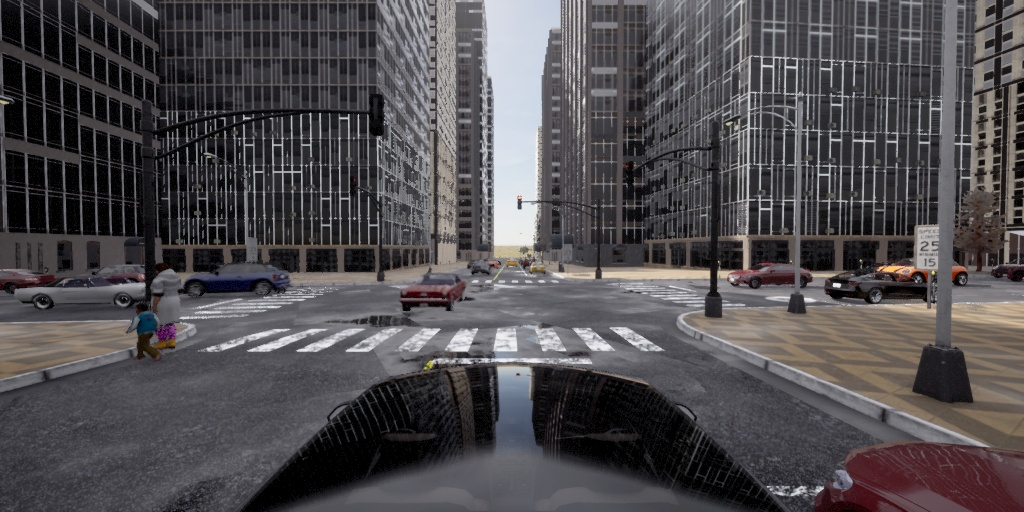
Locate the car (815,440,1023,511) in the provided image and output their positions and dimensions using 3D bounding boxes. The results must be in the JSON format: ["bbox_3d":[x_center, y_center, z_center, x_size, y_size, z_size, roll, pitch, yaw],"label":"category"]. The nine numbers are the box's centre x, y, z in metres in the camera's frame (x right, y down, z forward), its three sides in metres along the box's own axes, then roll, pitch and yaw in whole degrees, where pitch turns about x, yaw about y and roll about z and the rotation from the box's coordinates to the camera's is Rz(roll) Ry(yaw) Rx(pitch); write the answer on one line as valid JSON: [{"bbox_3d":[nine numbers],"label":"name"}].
[{"bbox_3d":[2.692,1.333,0.419,1.802,1.307,4.207,0,0,0],"label":"car"}]

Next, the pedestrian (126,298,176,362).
[{"bbox_3d":[-6.900,1.422,6.765,0.500,1.100,0.500,-1,1,0],"label":"pedestrian"}]

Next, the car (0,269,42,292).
[{"bbox_3d":[-28.204,1.390,20.028,4.207,1.307,1.802,0,0,-5],"label":"car"}]

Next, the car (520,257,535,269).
[{"bbox_3d":[2.710,1.028,55.039,2.192,1.841,5.009,0,0,0],"label":"car"}]

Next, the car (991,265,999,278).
[{"bbox_3d":[37.693,0.864,26.134,4.097,1.591,1.967,0,0,-5],"label":"car"}]

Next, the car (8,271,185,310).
[{"bbox_3d":[-17.345,1.469,15.211,4.718,1.301,1.895,0,1,-6],"label":"car"}]

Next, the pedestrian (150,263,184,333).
[{"bbox_3d":[-7.410,1.040,7.662,0.375,1.860,0.375,-1,1,0],"label":"pedestrian"}]

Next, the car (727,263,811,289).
[{"bbox_3d":[15.392,1.135,21.460,4.674,1.442,1.812,0,1,-5],"label":"car"}]

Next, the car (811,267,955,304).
[{"bbox_3d":[16.124,1.293,15.717,4.313,1.339,1.948,0,0,-5],"label":"car"}]

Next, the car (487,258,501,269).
[{"bbox_3d":[-3.114,1.066,53.385,2.097,1.767,4.553,0,0,0],"label":"car"}]

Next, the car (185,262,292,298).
[{"bbox_3d":[-14.302,1.133,18.774,4.553,1.767,2.097,0,1,-9],"label":"car"}]

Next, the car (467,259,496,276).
[{"bbox_3d":[-3.114,1.278,37.202,2.033,1.411,5.357,0,0,0],"label":"car"}]

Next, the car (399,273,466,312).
[{"bbox_3d":[-3.113,1.407,14.893,1.895,1.301,4.718,0,1,0],"label":"car"}]

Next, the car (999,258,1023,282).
[{"bbox_3d":[35.349,0.845,23.291,4.553,1.767,2.097,0,1,-5],"label":"car"}]

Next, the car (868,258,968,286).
[{"bbox_3d":[25.339,0.904,22.370,4.553,1.767,2.097,0,1,-5],"label":"car"}]

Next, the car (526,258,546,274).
[{"bbox_3d":[2.806,1.254,39.957,1.751,1.417,4.829,0,0,0],"label":"car"}]

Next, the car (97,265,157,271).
[{"bbox_3d":[-22.578,1.216,20.552,4.097,1.591,1.967,0,0,-5],"label":"car"}]

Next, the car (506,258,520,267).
[{"bbox_3d":[-0.025,1.178,65.017,1.882,1.535,5.008,0,0,0],"label":"car"}]
